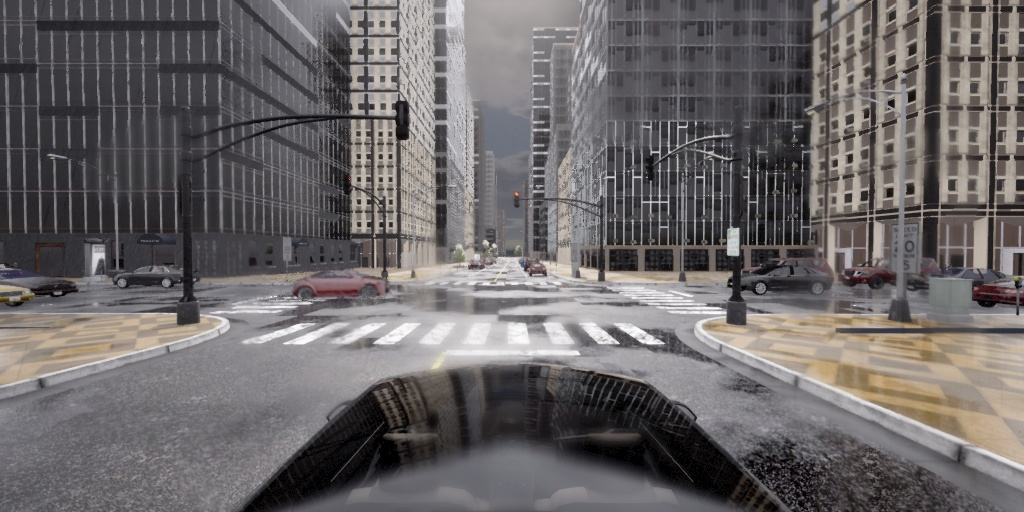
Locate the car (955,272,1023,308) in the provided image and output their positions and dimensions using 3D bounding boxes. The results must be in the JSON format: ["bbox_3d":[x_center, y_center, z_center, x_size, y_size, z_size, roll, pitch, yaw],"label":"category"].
[{"bbox_3d":[20.191,1.417,13.650,4.207,1.307,1.802,0,0,0],"label":"car"}]

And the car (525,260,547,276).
[{"bbox_3d":[2.563,1.318,35.930,1.802,1.307,4.207,0,0,0],"label":"car"}]

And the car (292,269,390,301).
[{"bbox_3d":[-8.047,1.315,17.133,4.181,1.385,1.994,0,0,-14],"label":"car"}]

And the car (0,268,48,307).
[{"bbox_3d":[-21.250,1.301,13.592,4.829,1.417,1.751,0,0,0],"label":"car"}]

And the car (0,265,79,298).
[{"bbox_3d":[-23.146,1.282,16.175,5.357,1.411,2.033,0,1,0],"label":"car"}]

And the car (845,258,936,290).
[{"bbox_3d":[22.911,1.032,21.792,5.009,1.841,2.192,0,0,0],"label":"car"}]

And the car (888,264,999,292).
[{"bbox_3d":[24.012,1.305,19.191,5.357,1.411,2.033,0,1,0],"label":"car"}]

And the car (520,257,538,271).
[{"bbox_3d":[2.593,1.046,46.979,2.192,1.841,5.009,0,0,0],"label":"car"}]

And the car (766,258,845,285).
[{"bbox_3d":[16.579,1.023,21.783,5.009,1.841,2.192,0,0,0],"label":"car"}]

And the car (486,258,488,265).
[{"bbox_3d":[-5.265,1.306,58.011,1.802,1.307,4.207,0,0,0],"label":"car"}]

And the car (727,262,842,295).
[{"bbox_3d":[14.188,1.249,19.162,4.892,1.490,1.837,0,1,1],"label":"car"}]

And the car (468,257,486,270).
[{"bbox_3d":[-5.270,1.168,52.486,1.967,1.591,4.097,0,0,0],"label":"car"}]

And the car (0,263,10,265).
[{"bbox_3d":[-32.547,1.078,21.644,4.097,1.591,1.967,0,0,0],"label":"car"}]

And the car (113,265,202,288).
[{"bbox_3d":[-21.431,1.204,21.731,4.403,1.370,2.007,0,0,0],"label":"car"}]
